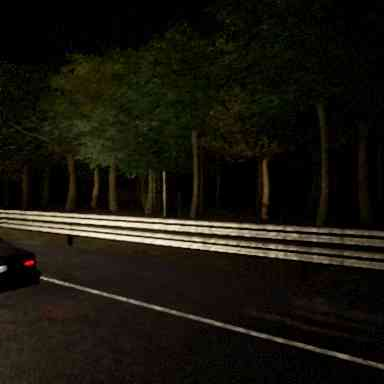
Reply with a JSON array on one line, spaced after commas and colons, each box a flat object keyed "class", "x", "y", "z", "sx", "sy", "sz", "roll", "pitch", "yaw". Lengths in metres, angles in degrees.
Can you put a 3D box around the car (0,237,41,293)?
[{"class": "car", "x": -5.830, "y": 1.594, "z": 8.034, "sx": 5.357, "sy": 1.411, "sz": 2.033, "roll": 0, "pitch": 0, "yaw": 35}]
